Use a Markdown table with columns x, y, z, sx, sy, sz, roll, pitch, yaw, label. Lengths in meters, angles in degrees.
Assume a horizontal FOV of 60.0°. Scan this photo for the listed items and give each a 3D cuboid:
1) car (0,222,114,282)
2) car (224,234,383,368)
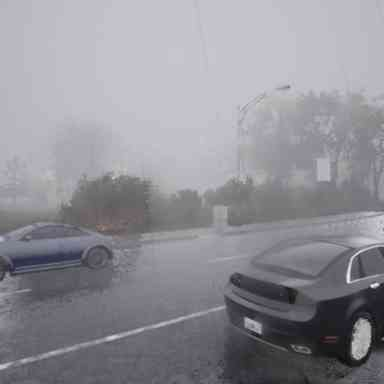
| x | y | z | sx | sy | sz | roll | pitch | yaw | label |
| --- | --- | --- | --- | --- | --- | --- | --- | --- | --- |
| -4.395 | 1.573 | 9.532 | 4.181 | 1.385 | 1.994 | 0 | 0 | -36 | car |
| 2.751 | 1.508 | 5.824 | 4.892 | 1.490 | 1.837 | 0 | 0 | -37 | car |
